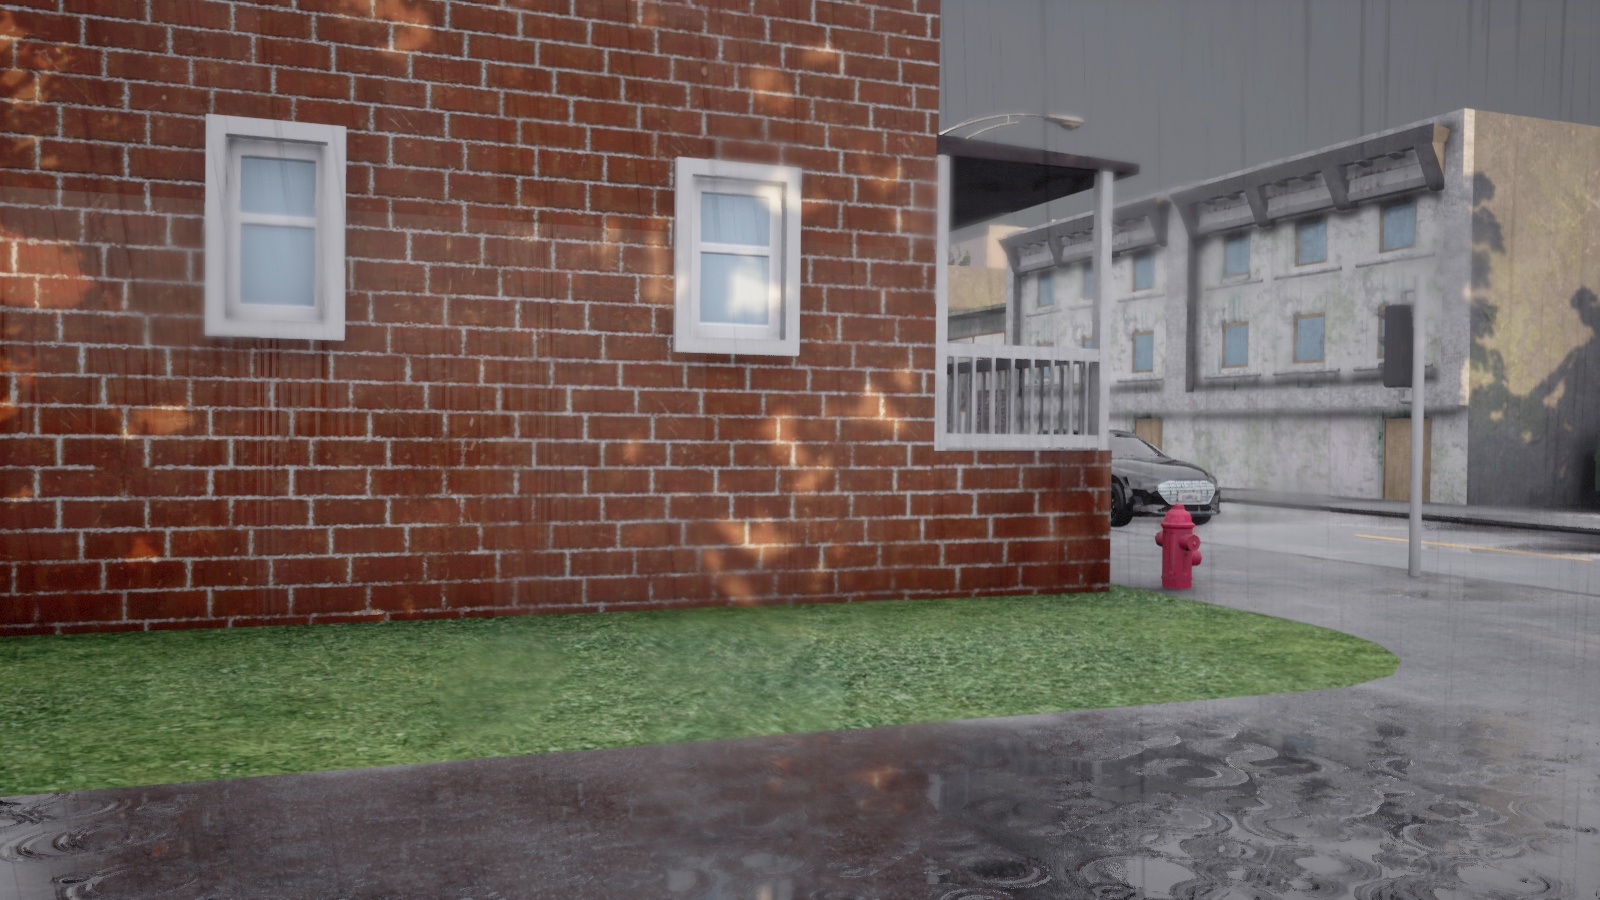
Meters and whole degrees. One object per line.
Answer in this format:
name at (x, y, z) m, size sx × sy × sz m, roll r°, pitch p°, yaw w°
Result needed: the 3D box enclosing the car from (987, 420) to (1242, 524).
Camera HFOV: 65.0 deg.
car at (5.462, 0.312, 22.580) m, size 2.033 × 1.649 × 4.856 m, roll -1°, pitch 1°, yaw -21°
